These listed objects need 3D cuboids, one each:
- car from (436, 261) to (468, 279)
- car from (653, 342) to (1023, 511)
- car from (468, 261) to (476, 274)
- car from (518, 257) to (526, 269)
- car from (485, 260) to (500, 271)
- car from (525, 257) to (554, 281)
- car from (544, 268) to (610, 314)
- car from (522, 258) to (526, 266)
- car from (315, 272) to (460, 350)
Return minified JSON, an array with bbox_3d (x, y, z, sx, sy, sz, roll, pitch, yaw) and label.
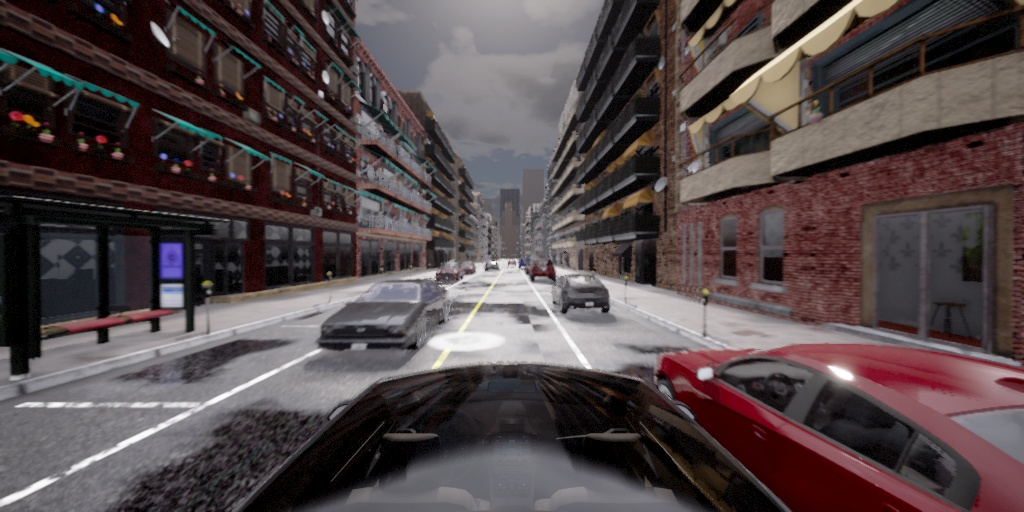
[{"bbox_3d":[-5.323,1.283,31.076,1.967,1.591,4.097,0,0,0],"label":"car"},{"bbox_3d":[2.531,1.298,2.522,1.888,1.381,4.507,0,0,0],"label":"car"},{"bbox_3d":[-5.325,1.321,42.378,1.967,1.591,4.097,0,0,0],"label":"car"},{"bbox_3d":[2.255,1.183,63.520,2.150,2.045,5.566,0,0,0],"label":"car"},{"bbox_3d":[-2.827,1.478,51.717,1.994,1.385,4.181,0,0,0],"label":"car"},{"bbox_3d":[2.547,1.157,30.843,2.192,1.841,5.009,0,0,0],"label":"car"},{"bbox_3d":[2.529,1.339,13.851,2.007,1.370,4.403,0,0,0],"label":"car"},{"bbox_3d":[2.560,1.321,42.172,1.967,1.591,4.097,0,0,0],"label":"car"},{"bbox_3d":[-2.857,1.321,9.380,2.033,1.411,5.357,0,0,0],"label":"car"}]
